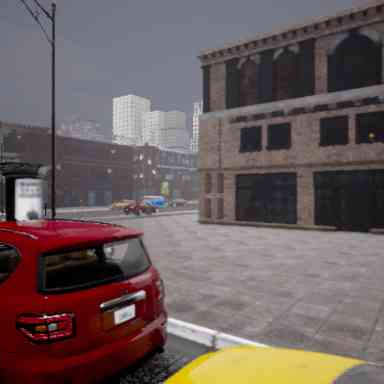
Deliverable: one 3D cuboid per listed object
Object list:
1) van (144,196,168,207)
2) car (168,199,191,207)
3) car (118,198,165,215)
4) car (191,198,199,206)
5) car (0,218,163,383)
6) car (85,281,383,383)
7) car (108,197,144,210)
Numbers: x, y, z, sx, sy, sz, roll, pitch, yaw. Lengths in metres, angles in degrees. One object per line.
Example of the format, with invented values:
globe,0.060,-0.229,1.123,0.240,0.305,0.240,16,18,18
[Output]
van,-5.843,1.517,49.368,1.690,1.788,3.998,0,0,35
car,-2.665,1.755,53.887,2.008,1.369,4.403,0,0,35
car,-5.298,1.669,35.477,1.887,1.381,4.507,0,0,35
car,0.415,1.758,58.269,1.752,1.417,4.829,0,-1,35
car,-2.622,1.315,4.746,5.009,1.841,2.192,0,0,36
car,1.749,1.525,1.627,4.829,1.417,1.752,0,0,36
car,-9.118,1.673,44.706,1.752,1.417,4.829,0,0,35
